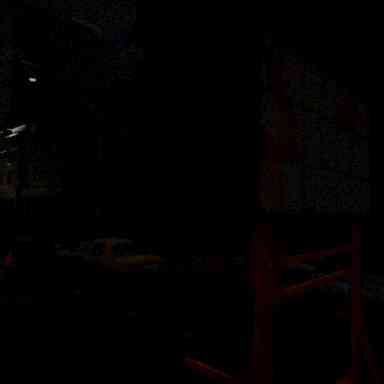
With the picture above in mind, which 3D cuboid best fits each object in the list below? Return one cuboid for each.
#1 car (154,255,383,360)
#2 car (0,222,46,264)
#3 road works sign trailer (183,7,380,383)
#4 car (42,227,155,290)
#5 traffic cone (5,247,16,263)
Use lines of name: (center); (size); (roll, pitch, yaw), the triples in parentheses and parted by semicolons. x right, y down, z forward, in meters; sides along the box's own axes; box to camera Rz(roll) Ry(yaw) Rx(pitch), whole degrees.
car: (1.370, 1.962, 6.476); (4.206, 1.307, 1.802); (-2, -3, 44)
car: (-6.648, 2.161, 14.254); (4.313, 1.339, 1.947); (-2, -3, 44)
road works sign trailer: (0.980, 0.654, 2.972); (2.880, 3.560, 2.380); (-2, -4, 44)
car: (-2.760, 2.017, 10.485); (4.829, 1.417, 1.752); (-2, -3, 44)
traffic cone: (-7.193, 2.481, 13.165); (0.340, 0.580, 0.340); (-2, -4, 44)
